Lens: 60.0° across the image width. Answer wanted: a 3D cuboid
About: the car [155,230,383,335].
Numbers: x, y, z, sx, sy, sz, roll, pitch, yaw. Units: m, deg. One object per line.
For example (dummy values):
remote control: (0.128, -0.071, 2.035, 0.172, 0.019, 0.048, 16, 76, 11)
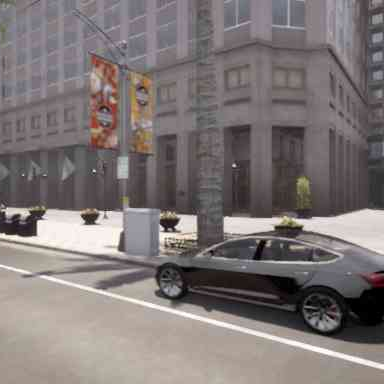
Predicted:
car: (1.404, 1.514, 6.785, 4.786, 1.482, 2.161, 0, 0, 35)
